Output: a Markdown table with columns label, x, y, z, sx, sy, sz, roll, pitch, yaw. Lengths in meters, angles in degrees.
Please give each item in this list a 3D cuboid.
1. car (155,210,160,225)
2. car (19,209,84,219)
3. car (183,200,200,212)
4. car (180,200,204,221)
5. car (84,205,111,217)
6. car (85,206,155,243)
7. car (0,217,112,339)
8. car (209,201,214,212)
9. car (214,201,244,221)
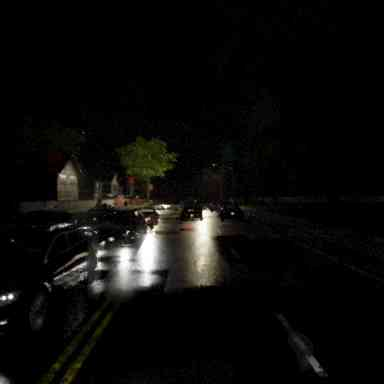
| label | x | y | z | sx | sy | sz | roll | pitch | yaw |
| --- | --- | --- | --- | --- | --- | --- | --- | --- | --- |
| car | -3.299 | 1.697 | 22.117 | 1.895 | 1.301 | 4.718 | 0 | 0 | 0 |
| car | -6.622 | 1.568 | 14.760 | 1.837 | 1.490 | 4.892 | 0 | 0 | 0 |
| car | -0.032 | 1.815 | 45.132 | 2.128 | 1.511 | 4.902 | 0 | -1 | 0 |
| car | -0.001 | 1.646 | 29.075 | 1.837 | 1.490 | 4.892 | 0 | 0 | 0 |
| car | -6.608 | 1.677 | 24.665 | 1.994 | 1.385 | 4.181 | 0 | 0 | 1 |
| car | -3.374 | 1.616 | 16.677 | 2.033 | 1.411 | 5.357 | 0 | 0 | 1 |
| car | -3.363 | 1.522 | 6.836 | 2.128 | 1.511 | 4.902 | 0 | 0 | 0 |
| car | 3.213 | 1.838 | 42.951 | 2.033 | 1.411 | 5.357 | 0 | -1 | 0 |
| car | 3.248 | 1.697 | 28.557 | 1.994 | 1.385 | 4.181 | 0 | -1 | 0 |
